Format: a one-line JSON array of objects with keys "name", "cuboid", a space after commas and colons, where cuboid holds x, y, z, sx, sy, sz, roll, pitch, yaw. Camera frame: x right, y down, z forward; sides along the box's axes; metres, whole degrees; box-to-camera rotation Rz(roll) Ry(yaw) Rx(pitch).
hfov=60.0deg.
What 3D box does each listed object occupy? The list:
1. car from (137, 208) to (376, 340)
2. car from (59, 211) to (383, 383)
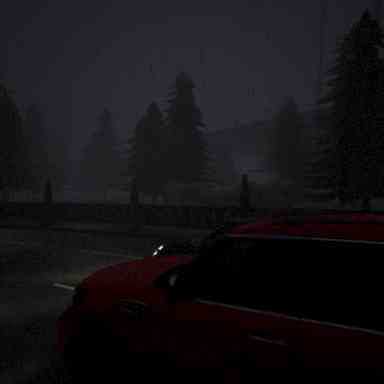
[{"name": "car", "cuboid": [1.230, 1.330, 7.108, 4.553, 1.767, 2.097, 0, 0, 34]}, {"name": "car", "cuboid": [1.169, 1.210, 3.053, 5.566, 2.045, 2.150, 0, 0, 34]}]
